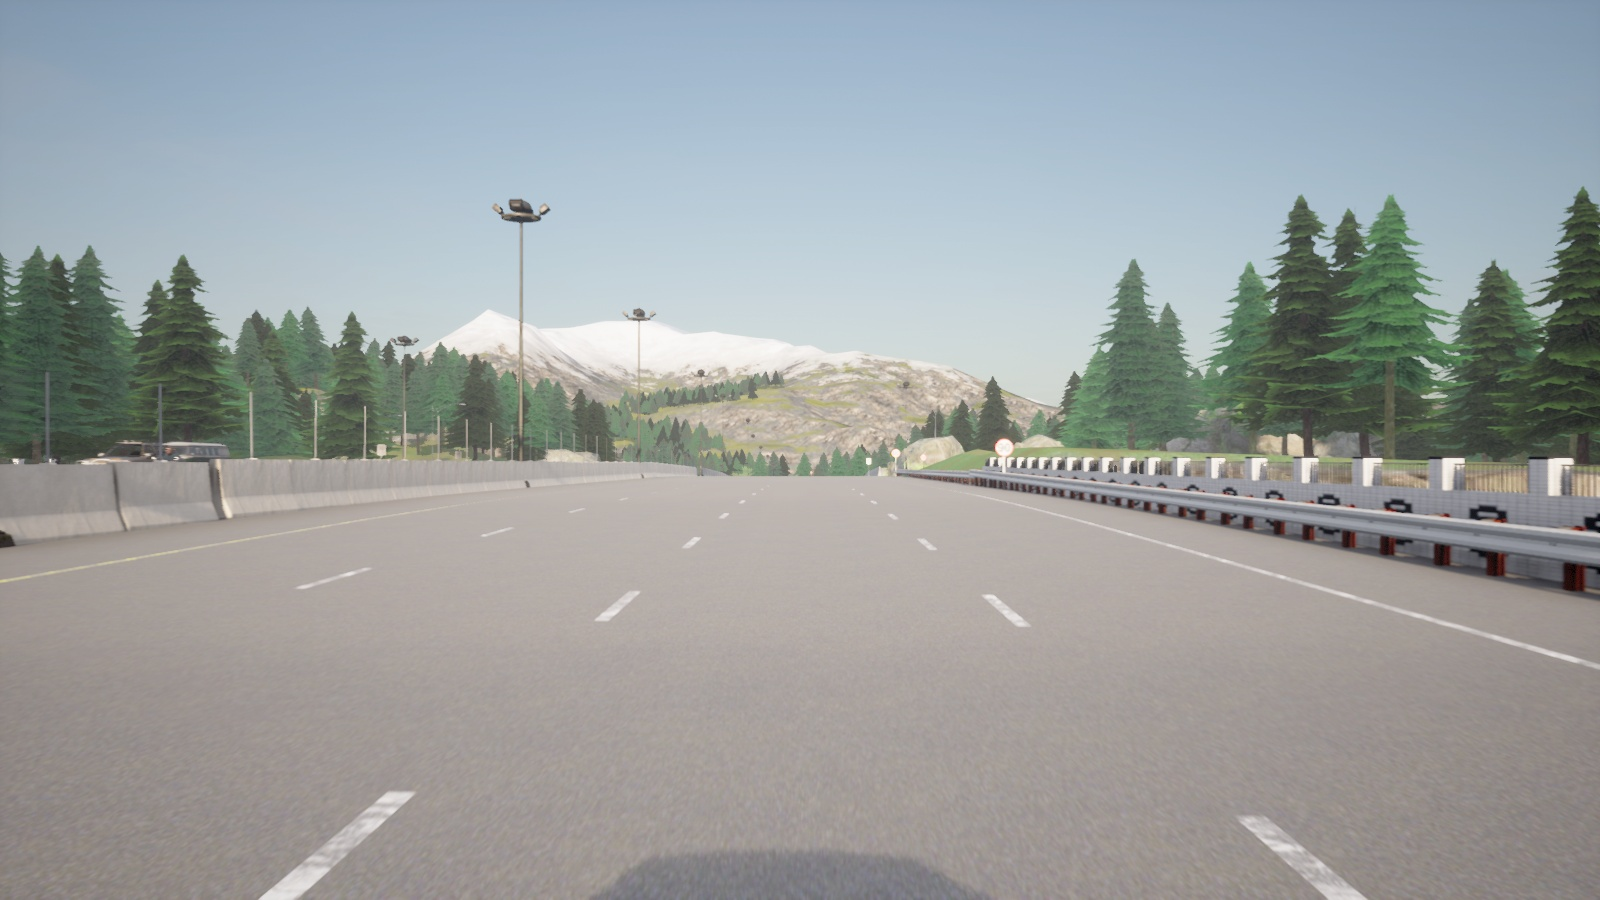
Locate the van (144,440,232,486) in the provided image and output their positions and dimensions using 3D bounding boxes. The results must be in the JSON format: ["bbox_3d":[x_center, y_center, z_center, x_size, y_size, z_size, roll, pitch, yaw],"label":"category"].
[{"bbox_3d":[-27.661,0.599,56.903,1.775,1.987,4.442,0,-1,0],"label":"van"}]

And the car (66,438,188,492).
[{"bbox_3d":[-24.218,0.532,45.390,1.932,1.855,4.605,0,-1,0],"label":"car"}]
